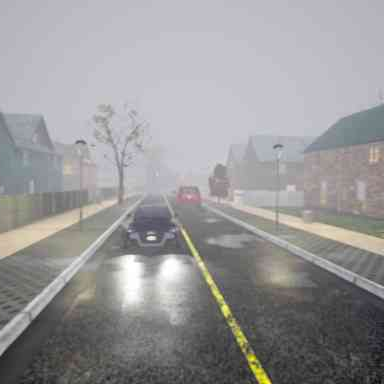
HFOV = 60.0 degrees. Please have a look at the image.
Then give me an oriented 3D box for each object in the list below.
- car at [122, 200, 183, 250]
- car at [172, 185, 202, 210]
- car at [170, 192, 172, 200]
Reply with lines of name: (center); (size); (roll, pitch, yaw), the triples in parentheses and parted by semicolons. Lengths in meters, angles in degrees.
car: (-1.466, 1.208, 12.476); (1.994, 1.385, 4.181); (0, 2, -6)
car: (-0.389, 0.438, 29.200); (2.150, 2.045, 5.566); (0, 1, -4)
car: (-1.871, 0.408, 43.098); (2.033, 1.411, 5.357); (0, 1, -6)
